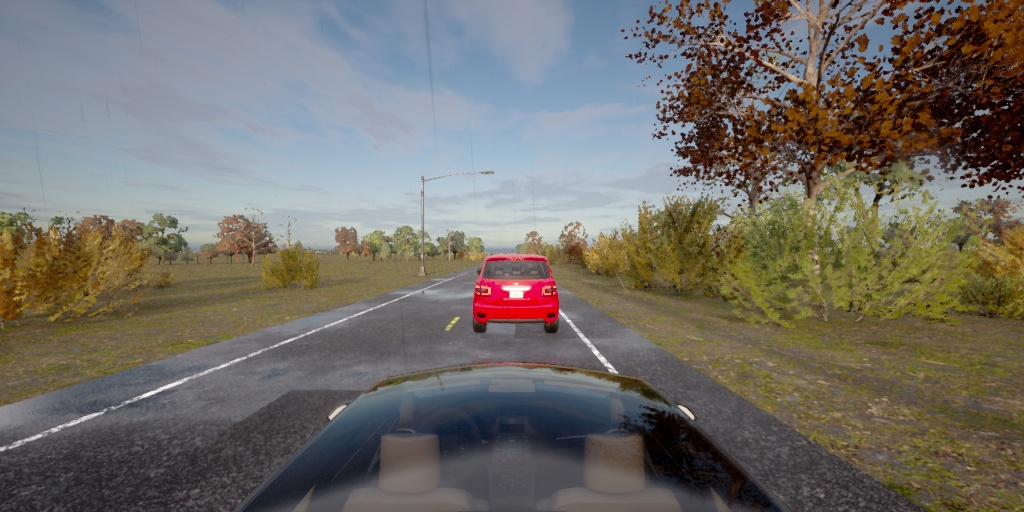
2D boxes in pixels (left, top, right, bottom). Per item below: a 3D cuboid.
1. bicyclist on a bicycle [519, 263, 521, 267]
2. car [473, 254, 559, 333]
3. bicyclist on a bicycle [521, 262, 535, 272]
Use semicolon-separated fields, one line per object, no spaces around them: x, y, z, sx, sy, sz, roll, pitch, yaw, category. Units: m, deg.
0.891;1.121;28.567;0.659;1.776;1.843;0;0;0;bicyclist on a bicycle
0.088;0.971;10.848;2.150;2.045;5.566;0;0;0;car
0.935;1.120;18.554;0.659;1.776;1.843;0;0;0;bicyclist on a bicycle
